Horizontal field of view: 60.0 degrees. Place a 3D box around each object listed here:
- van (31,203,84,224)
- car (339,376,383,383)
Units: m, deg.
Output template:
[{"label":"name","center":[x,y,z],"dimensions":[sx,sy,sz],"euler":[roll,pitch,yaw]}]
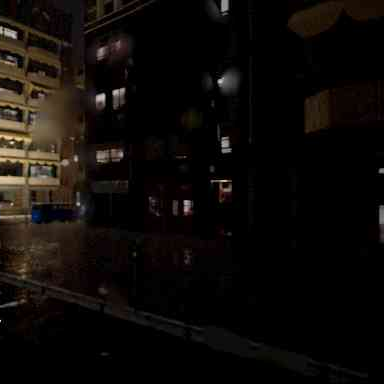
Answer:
[{"label":"van","center":[-11.744,1.816,28.733],"dimensions":[1.690,1.788,3.998],"euler":[-2,-2,35]},{"label":"car","center":[2.529,1.544,1.071],"dimensions":[4.403,1.369,2.008],"euler":[0,0,35]}]
